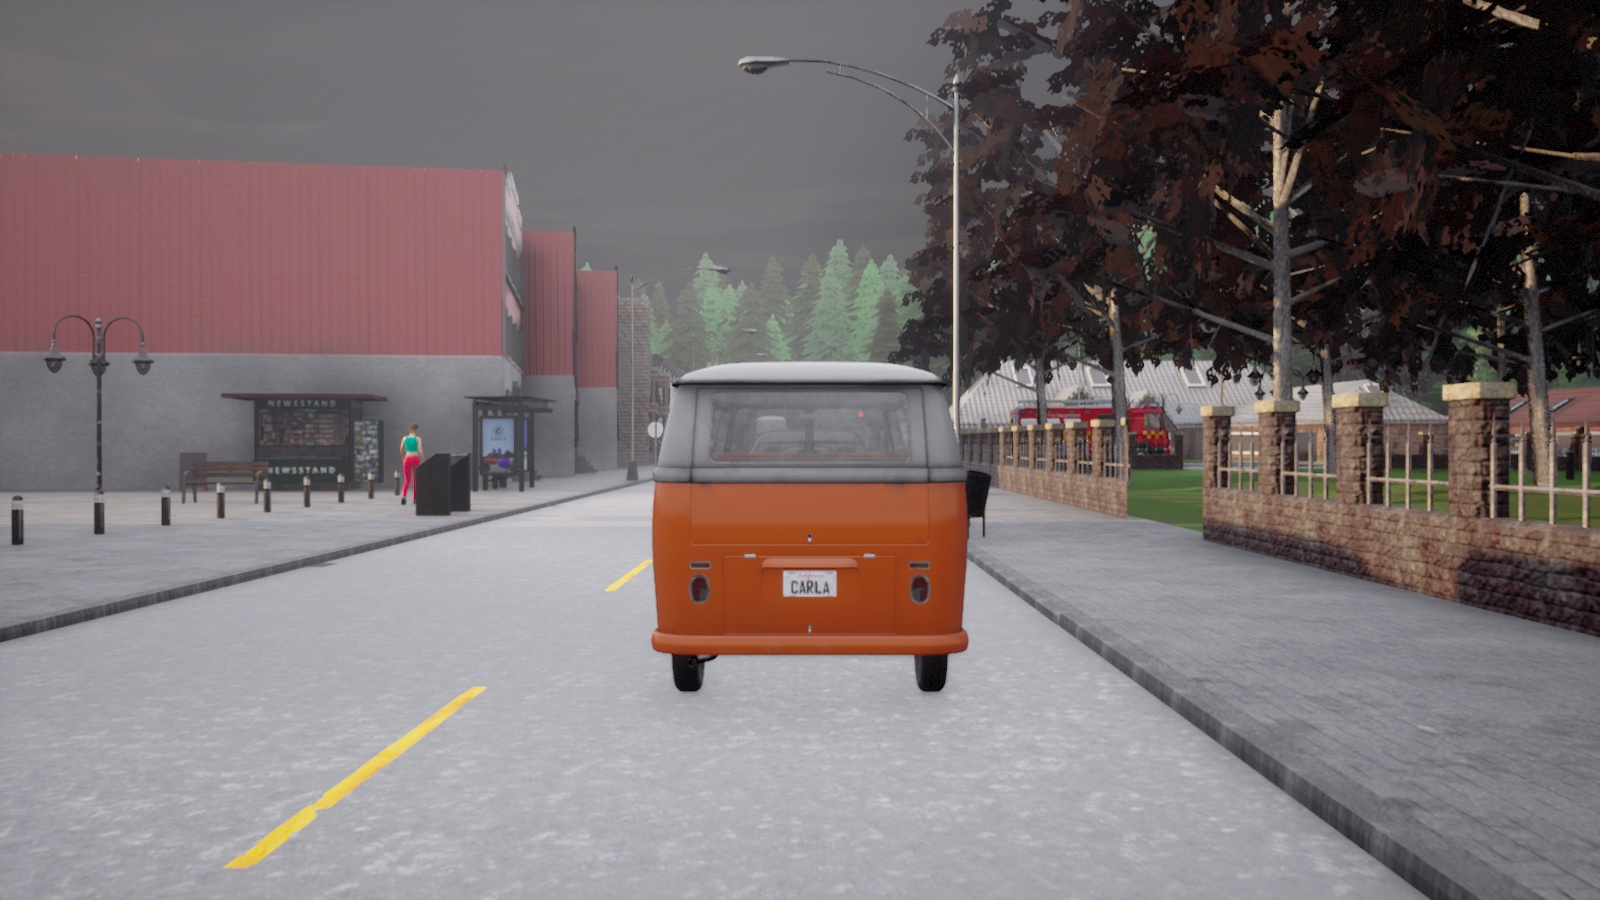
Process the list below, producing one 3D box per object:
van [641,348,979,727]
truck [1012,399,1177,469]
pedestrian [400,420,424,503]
[{"bbox_3d":[0.066,0.439,8.806,1.775,1.987,4.442,0,0,0],"label":"van"},{"bbox_3d":[16.225,-0.881,69.599,8.468,3.827,2.891,0,0,-1],"label":"truck"},{"bbox_3d":[-8.685,0.246,28.124,0.345,1.836,0.594,0,0,2],"label":"pedestrian"}]
